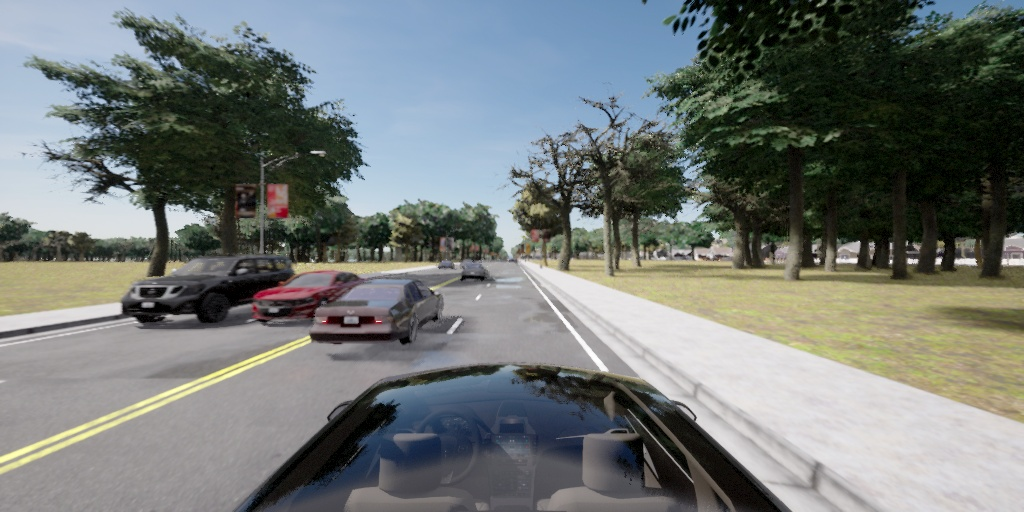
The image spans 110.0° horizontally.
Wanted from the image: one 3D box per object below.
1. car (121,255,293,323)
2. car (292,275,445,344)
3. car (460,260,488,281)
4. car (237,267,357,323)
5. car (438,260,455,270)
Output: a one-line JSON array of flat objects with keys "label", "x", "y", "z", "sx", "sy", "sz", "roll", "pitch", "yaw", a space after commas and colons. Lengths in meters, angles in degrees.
[{"label": "car", "x": -9.852, "y": 0.976, "z": 12.467, "sx": 2.150, "sy": 2.045, "sz": 5.566, "roll": 0, "pitch": 0, "yaw": 0}, {"label": "car", "x": -3.151, "y": 1.301, "z": 9.536, "sx": 2.033, "sy": 1.411, "sz": 5.357, "roll": 0, "pitch": 0, "yaw": 0}, {"label": "car", "x": -3.153, "y": 1.328, "z": 30.684, "sx": 1.994, "sy": 1.385, "sz": 4.181, "roll": 0, "pitch": 0, "yaw": 0}, {"label": "car", "x": -6.601, "y": 1.232, "z": 12.429, "sx": 1.882, "sy": 1.535, "sz": 5.008, "roll": 0, "pitch": 0, "yaw": 0}, {"label": "car", "x": -9.823, "y": 1.353, "z": 53.762, "sx": 1.994, "sy": 1.385, "sz": 4.181, "roll": 0, "pitch": 0, "yaw": 0}]
